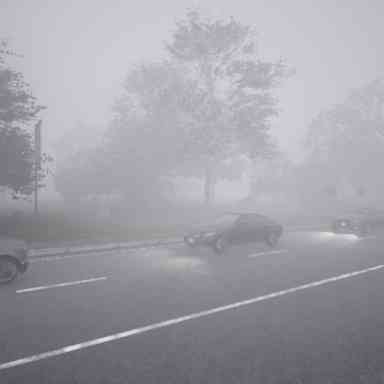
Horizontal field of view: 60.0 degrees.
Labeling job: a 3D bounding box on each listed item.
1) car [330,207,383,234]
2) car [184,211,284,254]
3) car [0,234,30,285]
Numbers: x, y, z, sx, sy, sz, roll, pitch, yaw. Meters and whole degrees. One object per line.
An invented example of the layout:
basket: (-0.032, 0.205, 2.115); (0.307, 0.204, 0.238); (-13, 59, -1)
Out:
car: (10.014, 1.605, 19.619); (4.181, 1.385, 1.994); (0, 0, -36)
car: (1.854, 1.545, 13.794); (4.674, 1.442, 1.812); (0, 0, -36)
car: (-6.246, 1.562, 8.048); (4.181, 1.385, 1.994); (0, 0, -34)
